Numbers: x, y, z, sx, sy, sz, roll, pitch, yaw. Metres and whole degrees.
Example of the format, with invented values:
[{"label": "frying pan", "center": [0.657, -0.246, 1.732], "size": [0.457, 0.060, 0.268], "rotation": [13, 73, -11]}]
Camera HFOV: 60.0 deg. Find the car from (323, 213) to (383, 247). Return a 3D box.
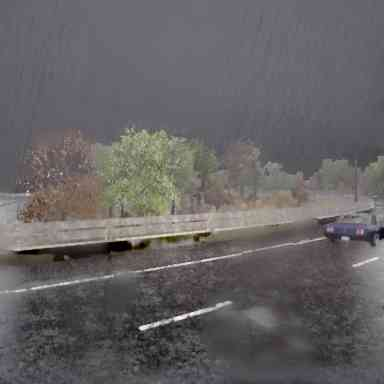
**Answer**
[{"label": "car", "center": [7.883, 1.614, 15.142], "size": [4.718, 1.301, 1.895], "rotation": [0, 0, -44]}]
